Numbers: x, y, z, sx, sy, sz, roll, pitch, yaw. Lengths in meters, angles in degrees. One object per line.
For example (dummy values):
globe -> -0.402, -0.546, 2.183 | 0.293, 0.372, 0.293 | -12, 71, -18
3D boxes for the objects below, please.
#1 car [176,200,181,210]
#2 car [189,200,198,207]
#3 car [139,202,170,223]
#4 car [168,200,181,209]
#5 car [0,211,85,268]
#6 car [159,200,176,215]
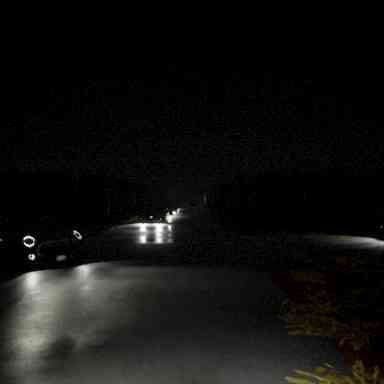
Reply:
car -> -3.085, 1.844, 47.146 | 2.128, 1.511, 4.902 | 0, -1, 0
car -> 0.249, 2.351, 69.068 | 2.128, 1.511, 4.902 | 0, -1, 0
car -> -3.131, 1.759, 27.456 | 1.994, 1.385, 4.181 | 0, -1, 0
car -> -3.021, 2.154, 58.207 | 1.837, 1.490, 4.892 | 0, -1, 1
car -> -5.713, 1.470, 11.528 | 4.553, 1.767, 2.097 | -2, 0, 39
car -> -3.114, 1.737, 37.593 | 1.837, 1.490, 4.892 | 0, 0, 0
